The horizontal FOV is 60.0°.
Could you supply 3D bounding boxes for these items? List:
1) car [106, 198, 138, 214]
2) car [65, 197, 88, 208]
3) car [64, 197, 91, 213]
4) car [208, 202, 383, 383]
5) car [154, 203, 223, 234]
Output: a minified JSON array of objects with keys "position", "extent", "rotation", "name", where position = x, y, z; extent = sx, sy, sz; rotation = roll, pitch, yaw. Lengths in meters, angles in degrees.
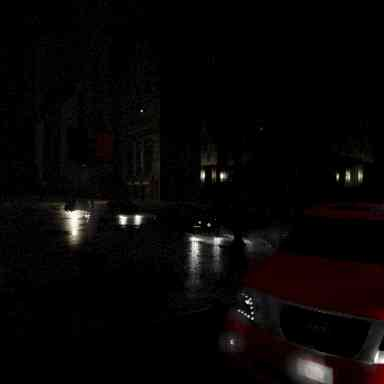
[{"position":[-7.395,1.463,34.994],"extent":[1.882,1.535,5.008],"rotation":[0,0,-35],"name":"car"},{"position":[-16.932,1.472,48.617],"extent":[1.882,1.535,5.008],"rotation":[0,0,-35],"name":"car"},{"position":[-12.727,1.555,36.913],"extent":[1.994,1.385,4.181],"rotation":[0,0,-35],"name":"car"},{"position":[2.646,1.222,5.186],"extent":[2.150,2.045,5.566],"rotation":[2,1,34],"name":"car"},{"position":[-0.501,1.500,19.630],"extent":[1.837,1.490,4.892],"rotation":[0,0,-35],"name":"car"}]
